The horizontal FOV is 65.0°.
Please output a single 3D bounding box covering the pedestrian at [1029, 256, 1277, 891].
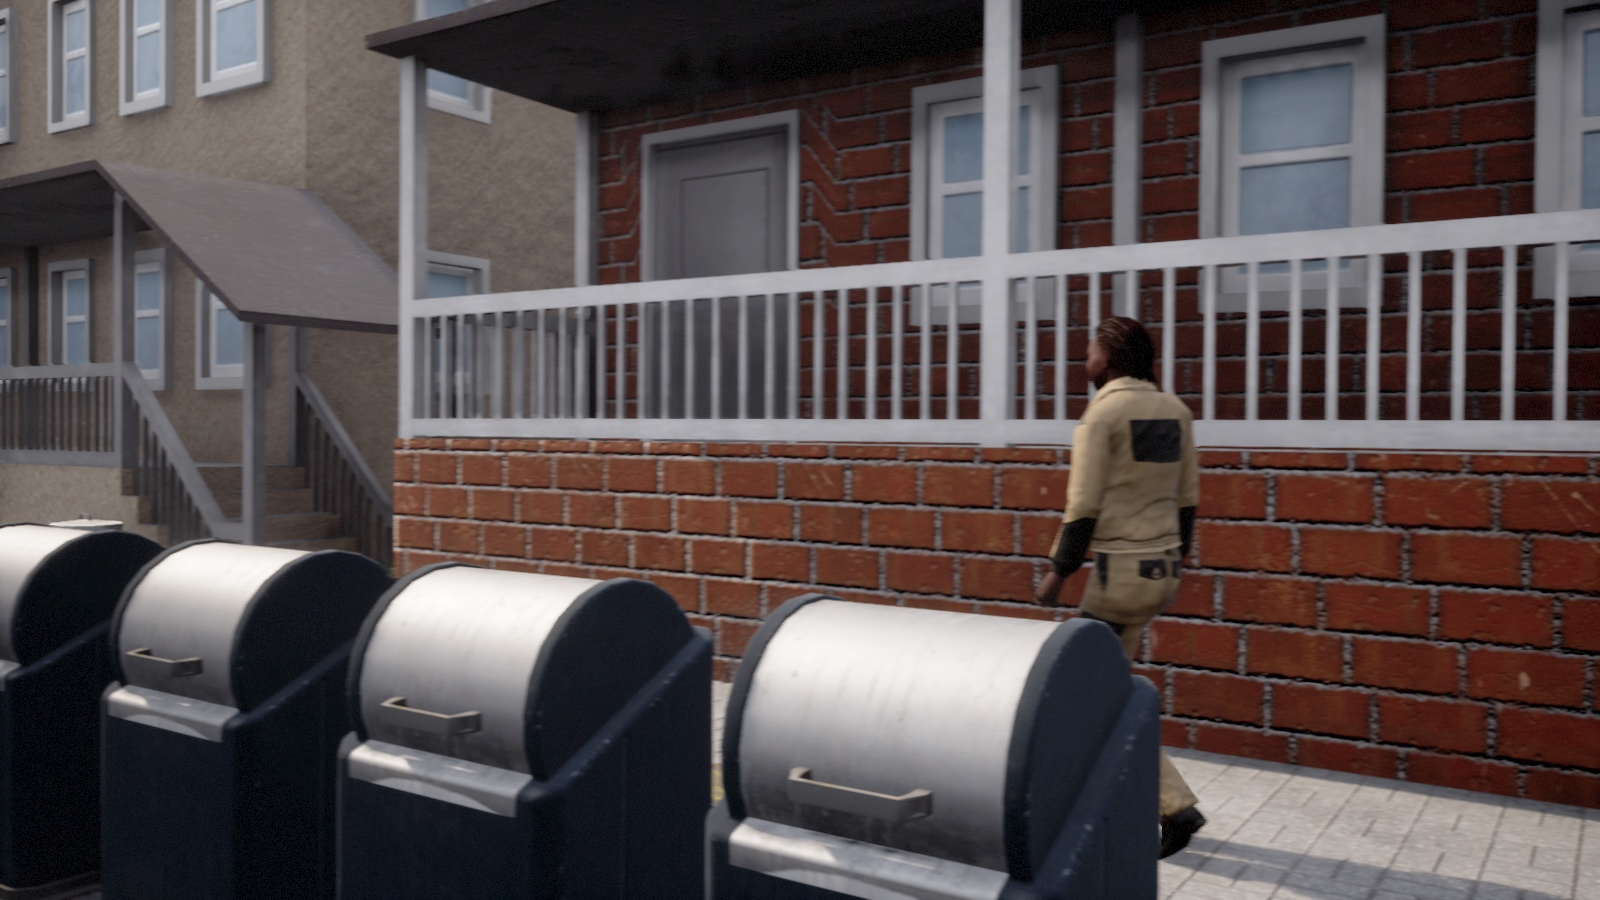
[{"bbox_3d":[1.170,0.373,4.210,0.396,1.930,0.692,-1,1,-37],"label":"pedestrian"}]
